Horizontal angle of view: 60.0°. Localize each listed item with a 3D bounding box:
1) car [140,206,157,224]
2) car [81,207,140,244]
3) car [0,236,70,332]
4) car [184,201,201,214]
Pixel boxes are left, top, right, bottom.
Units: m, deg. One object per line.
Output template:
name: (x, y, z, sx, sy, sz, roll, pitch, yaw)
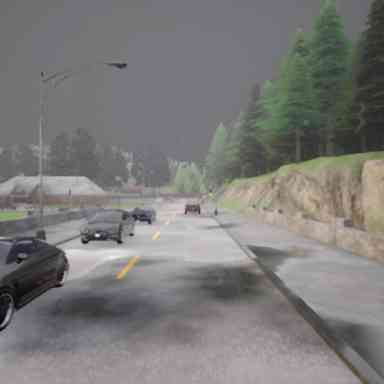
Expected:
car: (-3.995, 1.845, 26.959, 1.895, 1.301, 4.718, 0, -1, 0)
car: (-4.074, 1.657, 16.779, 1.837, 1.490, 4.892, 0, 0, 0)
car: (-4.093, 1.626, 6.756, 1.994, 1.385, 4.181, 0, -1, 0)
car: (0.099, 1.847, 40.811, 1.882, 1.535, 5.008, 0, 0, 0)
